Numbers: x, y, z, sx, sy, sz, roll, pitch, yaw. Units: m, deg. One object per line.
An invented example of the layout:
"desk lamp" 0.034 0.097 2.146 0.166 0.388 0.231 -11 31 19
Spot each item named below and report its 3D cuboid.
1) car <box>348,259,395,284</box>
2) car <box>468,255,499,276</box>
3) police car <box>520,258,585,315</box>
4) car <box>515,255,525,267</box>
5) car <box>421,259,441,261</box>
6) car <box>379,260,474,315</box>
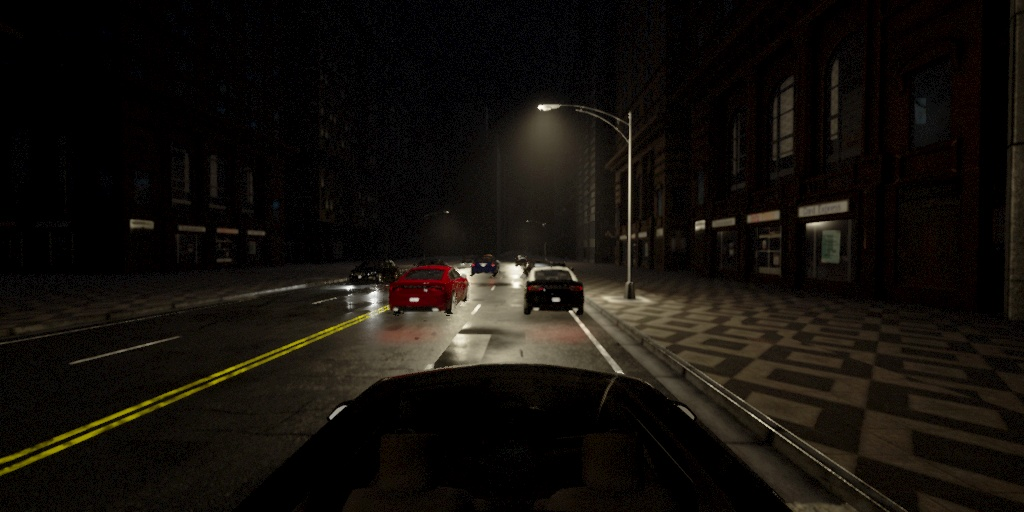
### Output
"car" -9.145 0.990 24.103 1.837 1.490 4.892 0 1 2
"car" -2.246 0.766 30.940 2.097 1.767 4.553 0 1 2
"police car" 1.362 1.044 13.052 1.930 1.638 5.238 0 1 2
"car" 1.433 0.723 48.451 2.128 1.511 4.902 0 1 2
"car" -5.848 0.974 25.719 1.837 1.490 4.892 0 1 2
"car" -2.769 1.095 12.893 1.882 1.535 5.008 0 1 2
